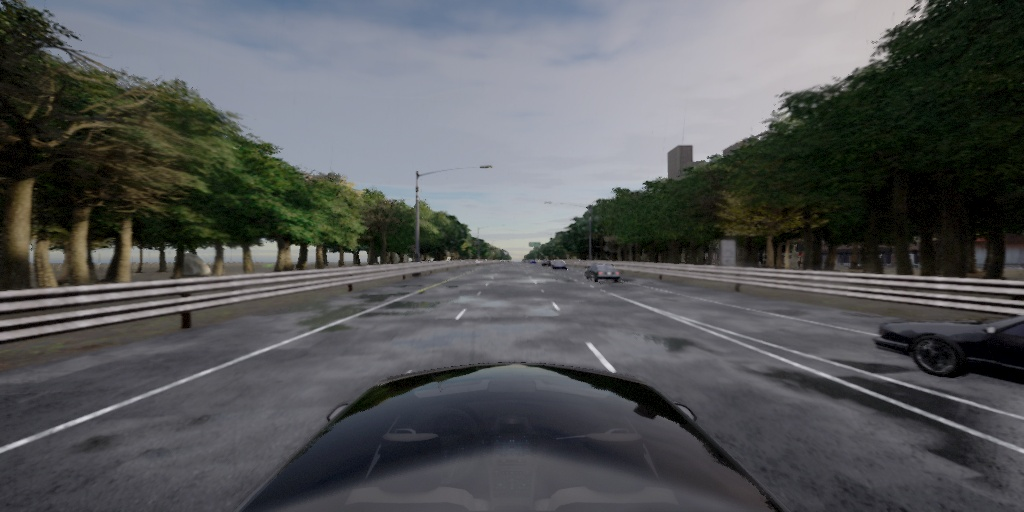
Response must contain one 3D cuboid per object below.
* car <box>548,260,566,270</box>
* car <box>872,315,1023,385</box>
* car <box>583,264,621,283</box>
[{"bbox_3d":[7.036,1.384,54.822,1.994,1.385,4.181,0,0,0],"label":"car"},{"bbox_3d":[8.131,1.310,4.431,2.033,1.411,5.357,0,0,-8],"label":"car"},{"bbox_3d":[7.003,1.306,28.347,2.033,1.411,5.357,0,0,0],"label":"car"}]
